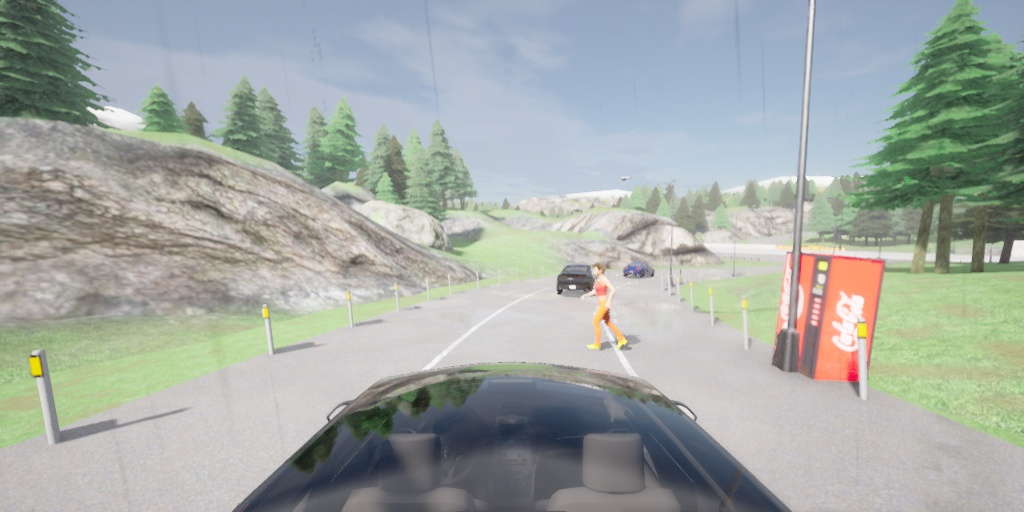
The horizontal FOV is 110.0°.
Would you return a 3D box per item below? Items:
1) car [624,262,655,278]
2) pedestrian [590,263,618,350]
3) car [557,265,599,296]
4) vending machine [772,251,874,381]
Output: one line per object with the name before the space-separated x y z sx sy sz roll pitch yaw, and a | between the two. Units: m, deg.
car | 12.142 1.291 34.133 1.812 1.442 4.674 3 1 37
pedestrian | 1.892 1.027 7.453 0.375 1.860 0.375 -3 4 8
car | 3.654 1.190 18.991 1.837 1.490 4.892 1 0 20
vending machine | 5.328 0.957 6.309 1.100 2.100 0.880 0 0 7
